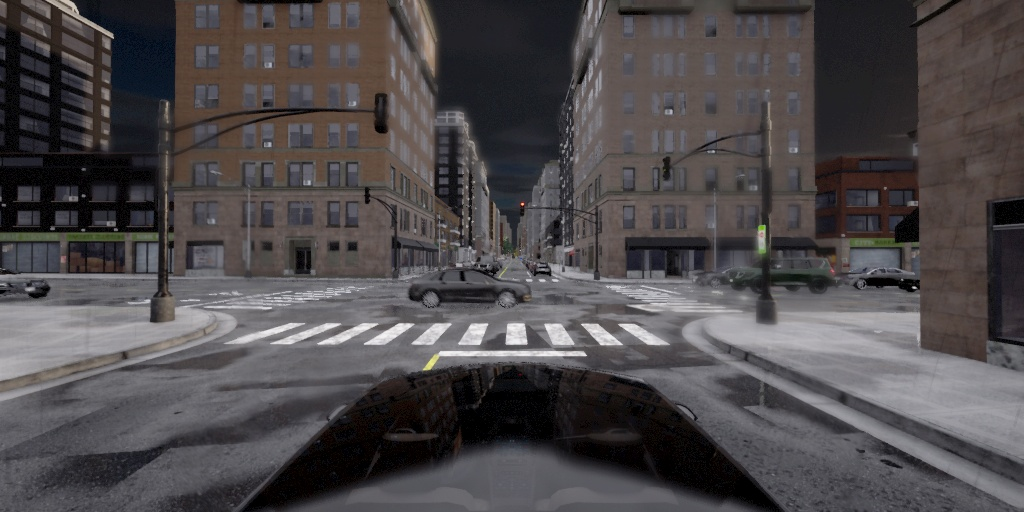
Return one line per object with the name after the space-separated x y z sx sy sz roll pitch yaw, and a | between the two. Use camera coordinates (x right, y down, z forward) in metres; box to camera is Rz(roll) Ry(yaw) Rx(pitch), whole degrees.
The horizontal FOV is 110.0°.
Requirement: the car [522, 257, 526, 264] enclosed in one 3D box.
3.328 1.316 63.890 1.948 1.339 4.313 0 0 1 | car

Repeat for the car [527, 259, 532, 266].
3.048 1.298 41.769 1.888 1.381 4.507 0 0 1 | car

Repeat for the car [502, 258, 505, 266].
-2.502 1.353 58.192 1.895 1.301 4.718 0 0 1 | car

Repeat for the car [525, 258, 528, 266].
3.118 1.303 47.299 2.007 1.370 4.403 0 0 1 | car

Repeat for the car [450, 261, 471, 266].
-5.547 1.336 36.342 1.802 1.307 4.207 0 0 1 | car

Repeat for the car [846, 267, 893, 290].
24.238 1.464 24.200 4.902 1.511 2.128 0 -1 0 | car

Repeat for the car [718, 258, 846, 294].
15.622 1.105 21.013 5.566 2.045 2.150 0 -1 0 | car

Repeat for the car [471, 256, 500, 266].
-2.770 0.976 37.848 2.150 2.045 5.566 0 0 1 | car

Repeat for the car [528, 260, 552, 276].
2.979 1.319 36.238 1.948 1.339 4.313 0 0 1 | car

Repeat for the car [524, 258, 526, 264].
3.188 1.297 52.829 1.888 1.381 4.507 0 0 1 | car

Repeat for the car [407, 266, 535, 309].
-1.665 1.260 14.412 4.892 1.490 1.837 0 0 0 | car

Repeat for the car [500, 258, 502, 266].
-2.643 1.258 47.936 1.837 1.490 4.892 0 0 1 | car

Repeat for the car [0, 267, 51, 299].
-21.862 1.077 14.561 4.674 1.442 1.812 0 -1 0 | car

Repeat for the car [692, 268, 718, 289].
14.833 1.402 24.260 4.902 1.511 2.128 0 -1 2 | car

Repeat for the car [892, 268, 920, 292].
25.724 1.550 20.943 4.718 1.301 1.895 0 -1 0 | car
